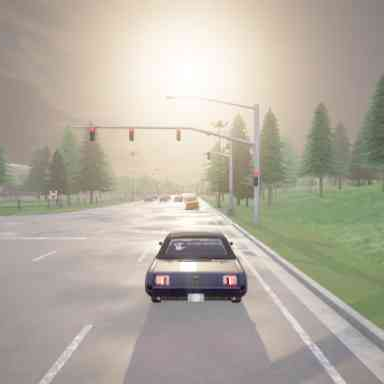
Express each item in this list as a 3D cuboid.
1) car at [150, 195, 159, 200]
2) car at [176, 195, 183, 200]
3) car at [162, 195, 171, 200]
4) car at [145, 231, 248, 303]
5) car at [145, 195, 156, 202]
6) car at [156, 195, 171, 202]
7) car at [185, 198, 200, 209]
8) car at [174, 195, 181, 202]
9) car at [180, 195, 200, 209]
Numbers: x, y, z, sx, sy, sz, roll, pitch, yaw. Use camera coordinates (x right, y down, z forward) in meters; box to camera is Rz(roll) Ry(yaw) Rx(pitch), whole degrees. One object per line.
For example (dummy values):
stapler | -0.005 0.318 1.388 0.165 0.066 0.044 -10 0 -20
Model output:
car | -10.318 1.493 90.925 1.837 1.490 4.892 0 0 0
car | -3.318 1.518 90.911 1.812 1.442 4.674 0 0 0
car | -6.818 1.533 90.918 2.033 1.411 5.357 0 0 0
car | 0.095 1.616 8.196 1.895 1.301 4.718 0 0 0
car | -10.339 1.674 80.504 2.033 1.411 5.357 0 0 0
car | -6.839 1.674 80.497 2.033 1.411 5.357 0 0 0
car | 0.091 1.676 49.861 2.033 1.411 5.357 0 1 0
car | -3.338 1.688 80.907 1.994 1.385 4.181 0 0 0
car | -0.126 1.150 46.444 1.882 1.535 5.008 -8 16 -3
